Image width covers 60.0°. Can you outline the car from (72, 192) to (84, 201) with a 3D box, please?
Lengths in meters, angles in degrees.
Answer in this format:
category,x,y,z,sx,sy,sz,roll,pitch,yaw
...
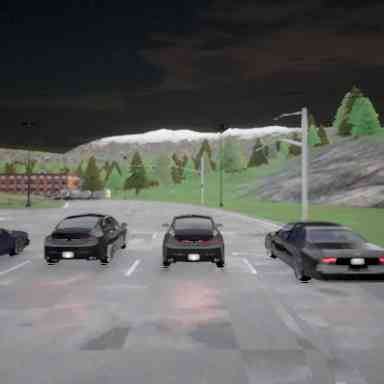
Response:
category,x,y,z,sx,sy,sz,roll,pitch,yaw
car,-31.003,1.504,86.304,4.674,1.442,1.812,0,0,32

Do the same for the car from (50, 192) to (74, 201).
category,x,y,z,sx,sy,sz,roll,pitch,yaw
car,-32.480,1.480,83.071,4.892,1.490,1.837,0,0,35

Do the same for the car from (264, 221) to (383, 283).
category,x,y,z,sx,sy,sz,roll,pitch,yaw
car,3.551,1.545,9.693,2.033,1.411,5.357,0,0,-1

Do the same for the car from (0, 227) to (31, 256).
category,x,y,z,sx,sy,sz,roll,pitch,yaw
car,-6.950,1.545,10.005,2.033,1.411,5.357,0,0,-1

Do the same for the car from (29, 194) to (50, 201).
category,x,y,z,sx,sy,sz,roll,pitch,yaw
car,-37.017,1.480,81.837,4.892,1.490,1.837,0,0,28

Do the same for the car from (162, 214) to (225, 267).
category,x,y,z,sx,sy,sz,roll,pitch,yaw
car,0.022,1.502,11.375,1.837,1.490,4.892,0,0,-1

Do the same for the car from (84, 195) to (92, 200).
category,x,y,z,sx,sy,sz,roll,pitch,yaw
car,-29.795,1.531,89.686,4.181,1.385,1.994,0,0,32

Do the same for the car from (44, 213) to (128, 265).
category,x,y,z,sx,sy,sz,roll,pitch,yaw
car,-3.482,1.502,11.684,1.837,1.490,4.892,0,0,-1
